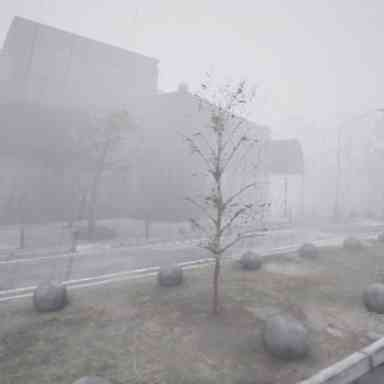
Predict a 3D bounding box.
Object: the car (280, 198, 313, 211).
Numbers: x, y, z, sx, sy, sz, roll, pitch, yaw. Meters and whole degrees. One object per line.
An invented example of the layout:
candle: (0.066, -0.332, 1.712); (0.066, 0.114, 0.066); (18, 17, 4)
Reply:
car: (15.132, 1.720, 48.185); (4.553, 1.767, 2.097); (1, -1, 35)
